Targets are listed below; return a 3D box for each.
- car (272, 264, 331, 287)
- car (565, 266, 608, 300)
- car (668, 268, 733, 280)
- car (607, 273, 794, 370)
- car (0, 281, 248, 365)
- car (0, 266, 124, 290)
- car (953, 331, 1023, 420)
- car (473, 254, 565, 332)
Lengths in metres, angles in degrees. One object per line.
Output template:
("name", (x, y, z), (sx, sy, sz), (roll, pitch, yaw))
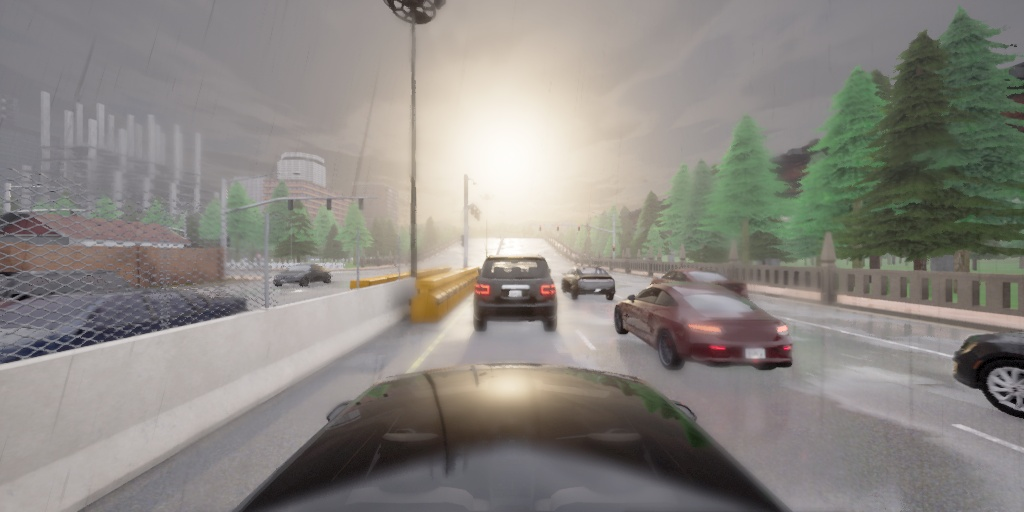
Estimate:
("car", (-14.037, 1.267, 24.300), (1.812, 1.442, 4.674), (0, 0, 0))
("car", (3.586, 1.236, 17.416), (2.128, 1.511, 4.902), (0, 0, 0))
("car", (7.087, 1.223, 14.252), (1.882, 1.535, 5.008), (0, 0, 0))
("car", (3.597, 1.274, 7.595), (1.812, 1.442, 4.674), (0, 0, 0))
("car", (-7.103, 1.296, 6.175), (2.033, 1.411, 5.357), (0, 0, 0))
("car", (-10.600, 1.100, 7.455), (2.097, 1.767, 4.553), (0, 0, 0))
("car", (7.099, 1.255, 2.935), (1.837, 1.490, 4.892), (0, 0, 0))
("car", (0.088, 0.968, 11.038), (2.150, 2.045, 5.566), (0, 0, 0))
